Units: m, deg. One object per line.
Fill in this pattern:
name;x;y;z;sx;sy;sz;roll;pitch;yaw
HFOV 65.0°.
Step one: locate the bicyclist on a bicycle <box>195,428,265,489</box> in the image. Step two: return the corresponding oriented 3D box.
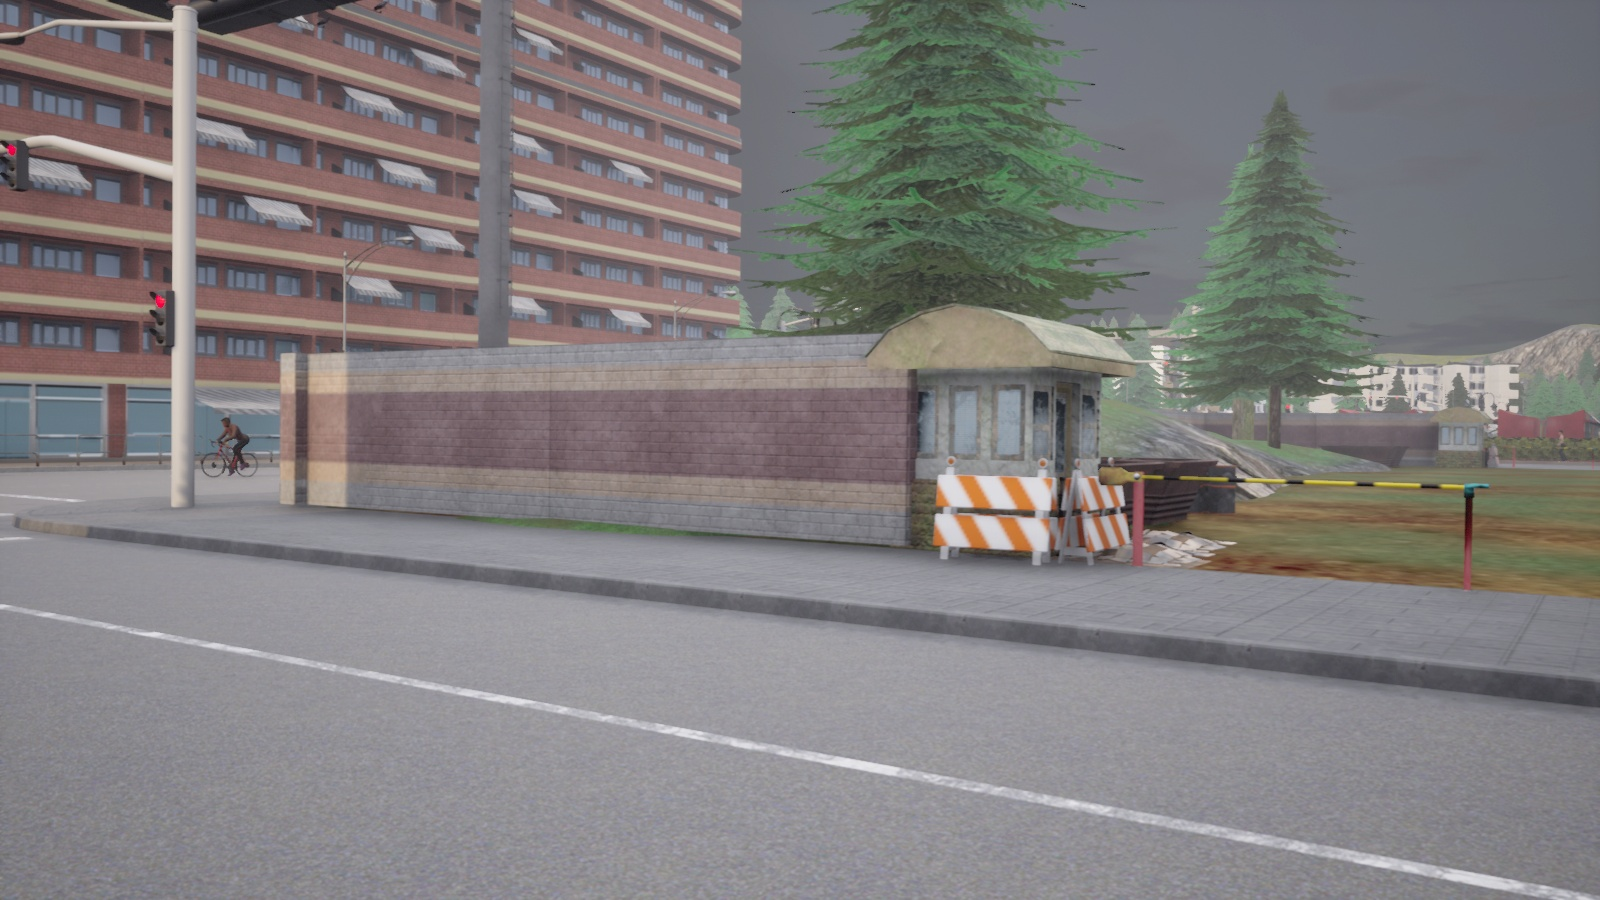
bicyclist on a bicycle;-15.369;0.228;33.903;0.582;1.620;1.656;0;0;33
